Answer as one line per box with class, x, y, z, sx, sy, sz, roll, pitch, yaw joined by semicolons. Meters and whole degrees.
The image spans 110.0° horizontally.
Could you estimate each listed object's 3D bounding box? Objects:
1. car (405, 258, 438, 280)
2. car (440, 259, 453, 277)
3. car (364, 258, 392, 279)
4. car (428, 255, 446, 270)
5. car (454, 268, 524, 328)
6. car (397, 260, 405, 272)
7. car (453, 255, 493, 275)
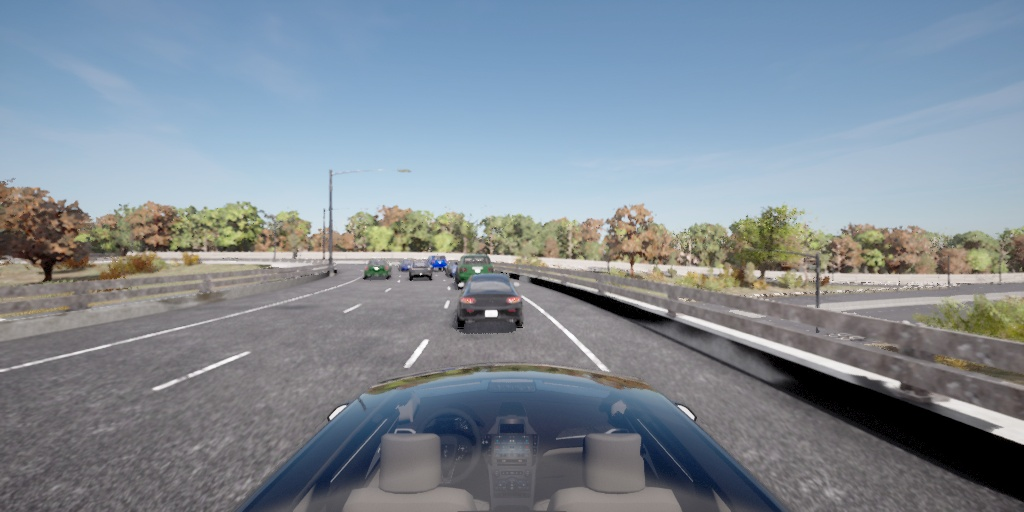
car;-7.798;1.202;30.549;2.128;1.511;4.902;0;0;-16
car;-5.285;1.249;34.331;2.033;1.411;5.357;0;0;-17
car;-11.805;1.062;31.771;2.097;1.767;4.553;0;0;-16
car;-9.937;0.904;46.620;2.150;2.045;5.566;0;0;-23
car;-0.702;1.261;11.201;1.812;1.442;4.674;0;0;-5
car;-13.475;1.253;45.943;1.994;1.385;4.181;0;0;-24
car;-2.478;0.938;23.138;2.150;2.045;5.566;0;0;-11
